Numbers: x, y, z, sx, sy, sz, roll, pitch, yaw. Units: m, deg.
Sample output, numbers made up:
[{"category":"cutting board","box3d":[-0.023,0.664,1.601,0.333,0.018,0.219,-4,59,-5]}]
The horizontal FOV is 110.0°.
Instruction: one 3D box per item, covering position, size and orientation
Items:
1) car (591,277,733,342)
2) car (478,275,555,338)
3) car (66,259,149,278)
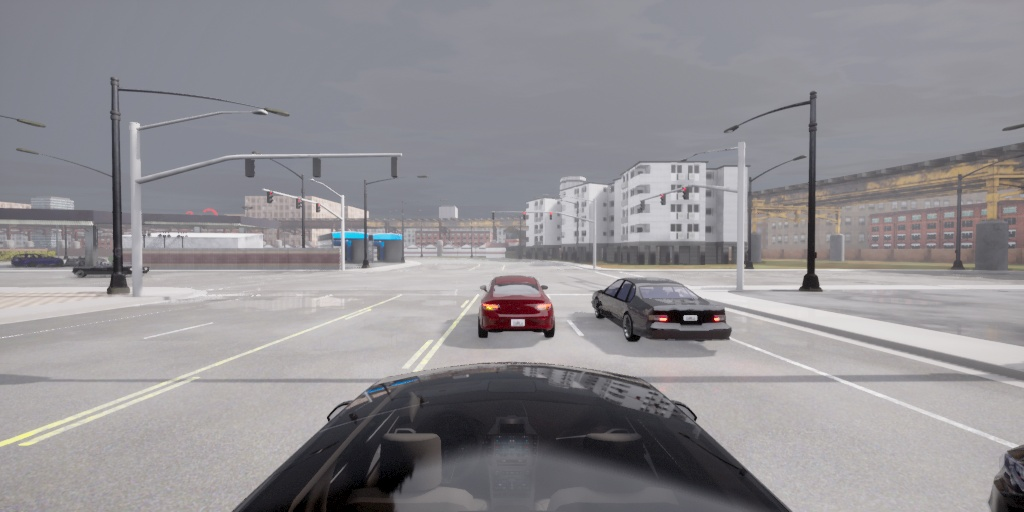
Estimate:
[{"category":"car","box3d":[3.580,1.283,9.716,2.033,1.411,5.357,0,0,0]},{"category":"car","box3d":[0.069,1.257,10.000,1.812,1.442,4.674,0,0,-1]},{"category":"car","box3d":[-33.754,1.136,30.184,4.718,1.301,1.895,0,1,-1]}]
